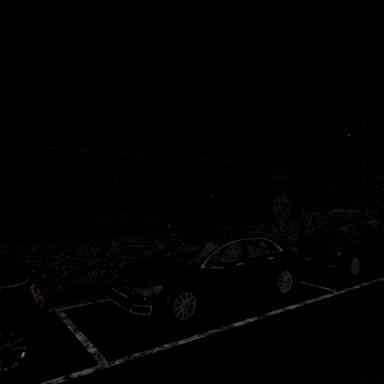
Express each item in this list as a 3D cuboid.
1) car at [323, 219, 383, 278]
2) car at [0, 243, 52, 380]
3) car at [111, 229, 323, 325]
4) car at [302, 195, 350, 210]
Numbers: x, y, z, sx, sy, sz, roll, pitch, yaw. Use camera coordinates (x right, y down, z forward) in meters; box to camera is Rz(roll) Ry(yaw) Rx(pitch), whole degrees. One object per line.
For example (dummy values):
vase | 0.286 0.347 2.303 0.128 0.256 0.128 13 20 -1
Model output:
car | 4.946 1.545 10.169 4.507 1.381 1.887 0 0 -35
car | -3.944 1.440 3.838 4.097 1.590 1.967 0 0 -35
car | 0.501 1.551 7.003 4.403 1.369 2.008 0 0 -35
car | 14.284 1.095 35.615 1.882 1.535 5.008 0 1 -36
